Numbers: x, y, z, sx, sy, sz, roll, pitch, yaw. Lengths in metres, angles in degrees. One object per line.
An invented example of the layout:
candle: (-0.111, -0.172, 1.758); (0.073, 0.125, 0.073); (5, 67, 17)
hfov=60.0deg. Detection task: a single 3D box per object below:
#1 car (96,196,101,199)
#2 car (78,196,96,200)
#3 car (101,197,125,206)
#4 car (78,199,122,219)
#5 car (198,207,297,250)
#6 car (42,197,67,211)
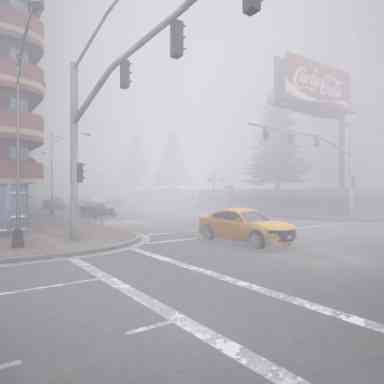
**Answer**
car: (-17.642, 1.526, 60.448); (1.812, 1.442, 4.674); (0, 0, -37)
car: (-18.260, 1.547, 55.348); (2.033, 1.411, 5.357); (0, 0, -36)
car: (-12.290, 1.505, 53.071); (1.837, 1.490, 4.892); (0, 0, -36)
car: (-8.282, 1.601, 29.309); (1.895, 1.301, 4.718); (0, 0, -36)
car: (2.267, 1.477, 14.752); (1.882, 1.535, 5.008); (0, 0, -36)
car: (-17.188, 1.356, 41.622); (2.097, 1.767, 4.553); (0, 0, -36)
